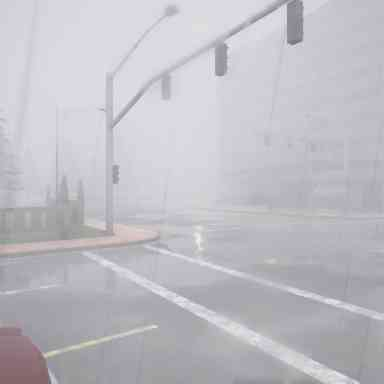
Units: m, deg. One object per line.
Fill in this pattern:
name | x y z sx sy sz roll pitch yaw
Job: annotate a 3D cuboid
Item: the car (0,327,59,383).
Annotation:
car | -3.096 1.601 1.571 4.718 1.301 1.895 0 0 -35
